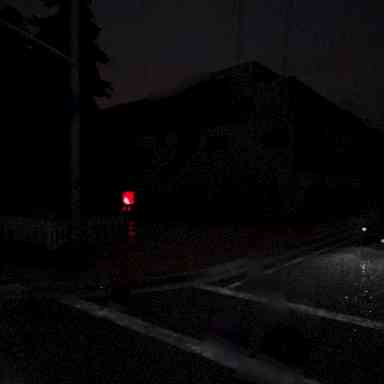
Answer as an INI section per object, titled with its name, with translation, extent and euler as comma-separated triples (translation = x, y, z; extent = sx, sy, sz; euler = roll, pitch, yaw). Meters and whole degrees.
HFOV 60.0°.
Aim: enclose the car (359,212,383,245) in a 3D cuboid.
[car]
translation = 8.807, 1.565, 14.463
extent = 1.895, 1.301, 4.718
euler = 0, 0, 40
